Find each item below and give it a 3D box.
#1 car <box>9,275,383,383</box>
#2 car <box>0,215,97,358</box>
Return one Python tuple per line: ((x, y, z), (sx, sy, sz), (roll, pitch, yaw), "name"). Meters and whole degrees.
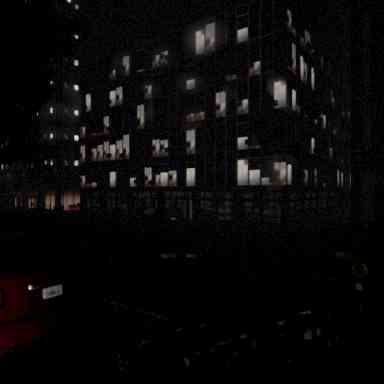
((0.832, 1.566, 2.284), (4.313, 1.339, 1.947), (0, 0, 36), "car")
((-3.663, 1.314, 5.493), (5.009, 1.841, 2.192), (0, 0, 36), "car")
